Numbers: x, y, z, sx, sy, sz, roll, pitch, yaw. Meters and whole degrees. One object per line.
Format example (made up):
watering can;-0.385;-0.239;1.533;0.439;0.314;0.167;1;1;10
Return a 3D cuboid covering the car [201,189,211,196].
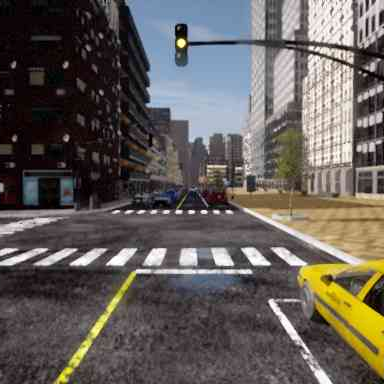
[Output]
car;2.968;0.070;69.544;1.887;1.381;4.507;0;1;0

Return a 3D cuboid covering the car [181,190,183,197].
car;-2.851;0.351;53.745;1.837;1.490;4.892;0;1;1

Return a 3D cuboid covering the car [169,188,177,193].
car;-5.322;-0.375;91.679;1.887;1.381;4.507;0;1;0

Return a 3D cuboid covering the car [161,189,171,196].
car;-5.412;0.106;69.579;1.802;1.307;4.206;0;1;0

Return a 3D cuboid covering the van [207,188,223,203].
van;2.855;0.434;41.912;1.690;1.788;3.998;0;1;0

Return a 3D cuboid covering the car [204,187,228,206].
car;2.832;0.524;36.387;2.192;1.841;5.009;0;1;0

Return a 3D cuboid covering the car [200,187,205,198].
car;2.922;0.066;58.488;2.192;1.841;5.009;0;1;0

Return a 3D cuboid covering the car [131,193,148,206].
car;-5.546;0.758;36.426;2.008;1.369;4.403;0;1;0

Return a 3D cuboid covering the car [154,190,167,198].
car;-5.457;0.293;58.526;1.887;1.381;4.507;0;1;0

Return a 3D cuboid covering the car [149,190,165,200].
car;-5.479;0.412;53.002;2.008;1.369;4.403;0;1;0

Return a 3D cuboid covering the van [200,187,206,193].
van;3.057;-0.576;91.641;1.690;1.788;3.998;0;1;0

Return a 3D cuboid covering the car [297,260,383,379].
car;2.702;1.431;4.156;1.752;1.417;4.829;0;1;0

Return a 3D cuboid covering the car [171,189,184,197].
car;-2.742;0.130;63.987;2.128;1.511;4.902;0;1;0

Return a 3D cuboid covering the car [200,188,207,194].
car;3.036;-0.286;86.290;1.752;1.417;4.829;0;1;0

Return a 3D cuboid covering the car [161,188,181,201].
car;-2.910;0.527;43.934;1.882;1.535;5.008;0;1;0

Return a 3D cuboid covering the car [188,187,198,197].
car;0.265;0.170;65.589;1.994;1.385;4.181;0;1;0

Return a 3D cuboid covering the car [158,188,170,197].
car;-5.435;0.076;64.051;1.967;1.590;4.097;0;1;0

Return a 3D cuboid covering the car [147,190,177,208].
car;-2.960;0.804;34.118;2.033;1.411;5.357;0;1;0

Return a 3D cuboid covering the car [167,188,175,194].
car;-5.345;-0.281;85.984;1.752;1.417;4.829;0;1;0

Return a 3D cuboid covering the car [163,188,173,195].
car;-5.391;-0.148;75.101;1.967;1.590;4.097;0;1;0
